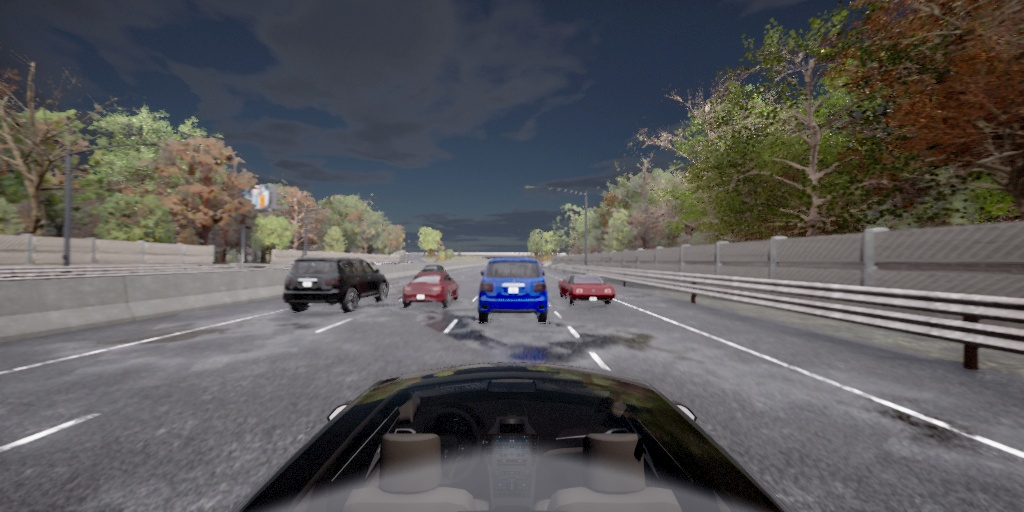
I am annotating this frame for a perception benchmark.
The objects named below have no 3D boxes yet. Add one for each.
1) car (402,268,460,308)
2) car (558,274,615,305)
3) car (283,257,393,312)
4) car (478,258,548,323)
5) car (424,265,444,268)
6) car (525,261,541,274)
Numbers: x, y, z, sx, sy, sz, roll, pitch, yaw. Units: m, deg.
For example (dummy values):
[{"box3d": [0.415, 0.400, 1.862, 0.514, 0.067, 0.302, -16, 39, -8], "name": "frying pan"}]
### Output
[{"box3d": [-3.496, 1.415, 15.972, 1.812, 1.442, 4.674, 0, -1, 0], "name": "car"}, {"box3d": [3.397, 1.529, 17.258, 1.895, 1.301, 4.718, 0, -1, 0], "name": "car"}, {"box3d": [-6.988, 1.086, 14.889, 2.150, 2.045, 5.566, 0, -1, 0], "name": "car"}, {"box3d": [0.023, 1.090, 12.842, 2.150, 2.045, 5.566, 0, -1, 0], "name": "car"}, {"box3d": [-7.101, 1.567, 33.007, 1.837, 1.490, 4.892, 0, -1, 0], "name": "car"}, {"box3d": [3.170, 1.682, 53.812, 2.097, 1.767, 4.553, 0, -1, 0], "name": "car"}]
